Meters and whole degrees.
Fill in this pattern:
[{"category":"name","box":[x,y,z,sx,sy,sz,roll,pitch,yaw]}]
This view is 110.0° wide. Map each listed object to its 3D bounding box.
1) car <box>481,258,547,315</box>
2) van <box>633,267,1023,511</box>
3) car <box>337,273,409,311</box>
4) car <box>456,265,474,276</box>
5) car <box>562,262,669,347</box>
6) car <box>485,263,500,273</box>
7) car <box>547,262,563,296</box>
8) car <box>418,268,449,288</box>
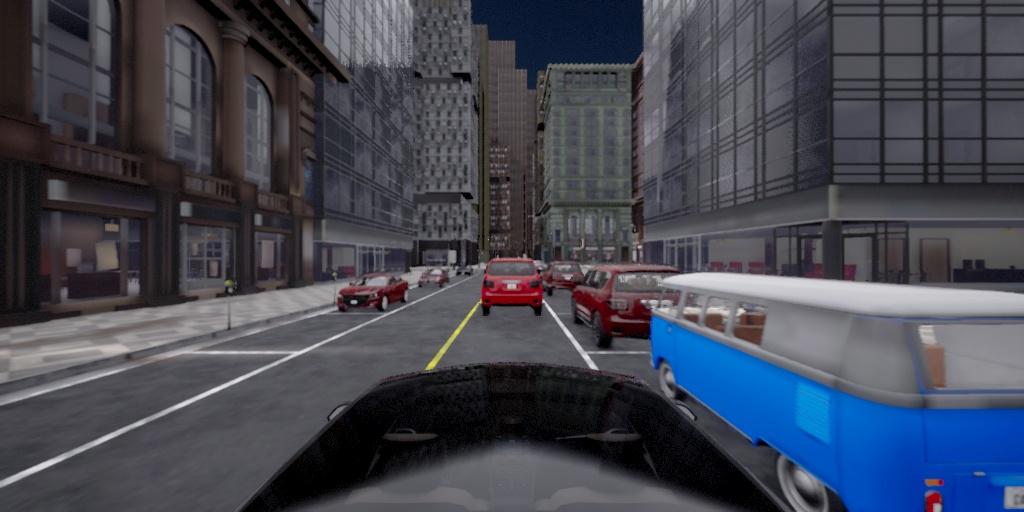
[{"category":"car","box":[0.008,1.099,14.415,2.150,2.045,5.566,0,0,0]},{"category":"van","box":[2.857,1.112,3.821,1.690,1.789,3.998,0,0,0]},{"category":"car","box":[-5.668,1.426,15.116,1.888,1.381,4.507,0,0,0]},{"category":"car","box":[-5.669,1.699,43.361,1.948,1.339,4.313,0,0,0]},{"category":"car","box":[2.857,1.141,9.470,2.192,1.841,5.009,0,0,0]},{"category":"car","box":[-3.007,1.784,56.049,2.033,1.411,5.357,0,0,0]},{"category":"car","box":[2.857,1.249,20.767,2.192,1.841,5.009,0,0,0]},{"category":"car","box":[-5.668,1.568,26.414,1.802,1.307,4.207,0,0,0]}]
